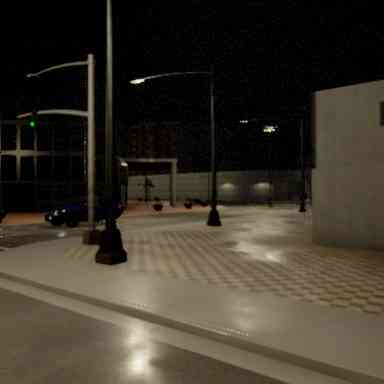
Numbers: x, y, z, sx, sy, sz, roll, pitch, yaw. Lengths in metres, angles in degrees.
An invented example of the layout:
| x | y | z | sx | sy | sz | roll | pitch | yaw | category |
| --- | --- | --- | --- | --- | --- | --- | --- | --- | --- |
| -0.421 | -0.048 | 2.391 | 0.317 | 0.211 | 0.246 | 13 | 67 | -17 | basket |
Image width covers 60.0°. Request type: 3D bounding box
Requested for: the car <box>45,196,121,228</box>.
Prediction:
| x | y | z | sx | sy | sz | roll | pitch | yaw | category |
| --- | --- | --- | --- | --- | --- | --- | --- | --- | --- |
| -7.669 | 1.342 | 24.032 | 2.150 | 2.045 | 5.566 | 0 | 0 | 36 | car |
